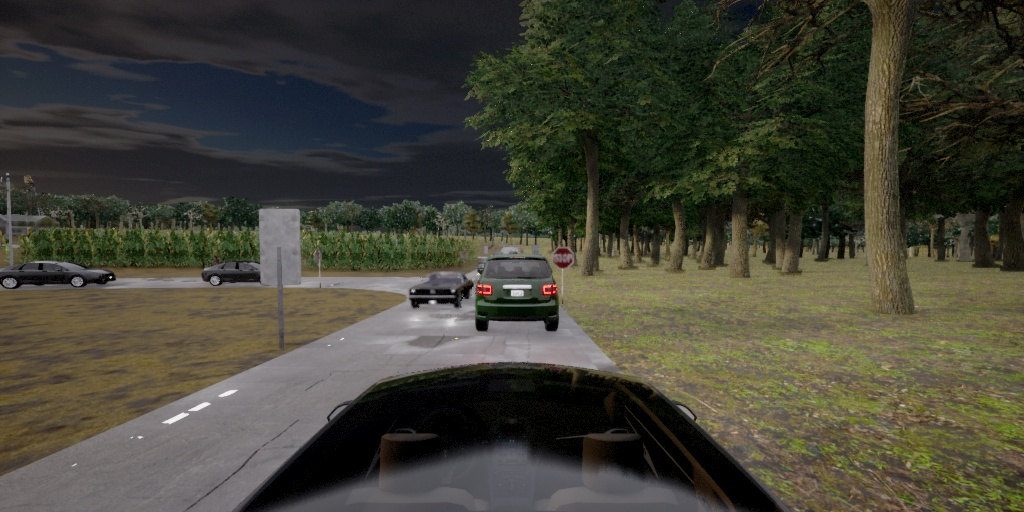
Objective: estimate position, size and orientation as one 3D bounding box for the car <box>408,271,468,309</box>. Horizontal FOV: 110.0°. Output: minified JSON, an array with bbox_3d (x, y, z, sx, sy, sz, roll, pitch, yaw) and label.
[{"bbox_3d":[-2.813,1.333,14.971,1.895,1.301,4.718,0,0,0],"label":"car"}]

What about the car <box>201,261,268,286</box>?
[{"bbox_3d":[-16.990,1.088,23.100,4.892,1.490,1.837,0,2,-7],"label":"car"}]

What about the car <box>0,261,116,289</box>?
[{"bbox_3d":[-26.875,1.071,21.217,4.892,1.490,1.837,0,2,-17],"label":"car"}]

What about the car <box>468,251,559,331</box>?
[{"bbox_3d":[0.125,0.960,11.066,2.150,2.045,5.566,0,0,0],"label":"car"}]

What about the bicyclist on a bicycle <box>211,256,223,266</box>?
[{"bbox_3d":[-23.380,0.821,28.447,0.582,1.620,1.656,0,1,-11],"label":"bicyclist on a bicycle"}]

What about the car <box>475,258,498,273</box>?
[{"bbox_3d":[-2.747,1.013,39.979,2.128,1.511,4.902,0,1,0],"label":"car"}]

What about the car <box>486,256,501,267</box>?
[{"bbox_3d":[-2.697,0.789,53.183,1.812,1.442,4.674,0,1,1],"label":"car"}]
